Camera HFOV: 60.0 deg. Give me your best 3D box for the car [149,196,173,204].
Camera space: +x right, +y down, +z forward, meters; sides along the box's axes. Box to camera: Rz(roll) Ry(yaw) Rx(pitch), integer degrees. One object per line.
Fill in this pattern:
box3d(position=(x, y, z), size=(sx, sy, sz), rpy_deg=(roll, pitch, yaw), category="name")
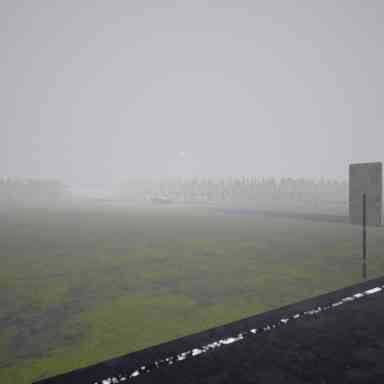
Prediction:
box3d(position=(-5.014, 1.236, 53.254), size=(1.895, 1.301, 4.718), rpy_deg=(0, 1, -35), category="car")
